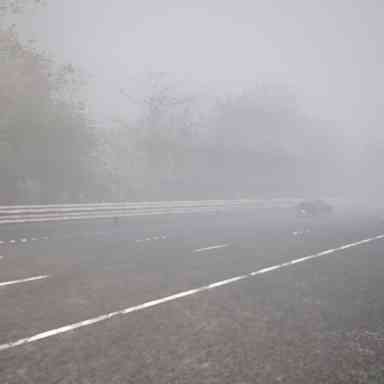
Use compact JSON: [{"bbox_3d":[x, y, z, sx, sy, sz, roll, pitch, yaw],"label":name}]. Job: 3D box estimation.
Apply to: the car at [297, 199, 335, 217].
[{"bbox_3d":[11.402,1.415,30.559,4.892,1.490,1.837,0,0,-44],"label":"car"}]
